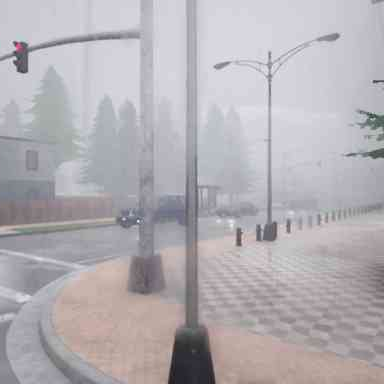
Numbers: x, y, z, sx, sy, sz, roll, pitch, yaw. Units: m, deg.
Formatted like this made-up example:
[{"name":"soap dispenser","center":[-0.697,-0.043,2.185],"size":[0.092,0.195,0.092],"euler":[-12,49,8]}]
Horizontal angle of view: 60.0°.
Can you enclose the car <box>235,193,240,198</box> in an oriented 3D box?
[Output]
[{"name":"car","center":[11.398,1.138,78.624],"size":[1.905,1.878,3.866],"euler":[0,0,36]}]

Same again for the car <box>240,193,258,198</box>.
[{"name":"car","center":[13.662,1.137,77.465],"size":[1.932,1.855,4.605],"euler":[0,0,36]}]

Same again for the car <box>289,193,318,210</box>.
[{"name":"car","center":[14.440,1.205,42.915],"size":[2.150,2.045,5.566],"euler":[0,0,37]}]

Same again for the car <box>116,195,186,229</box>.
[{"name":"car","center":[-2.207,1.204,21.151],"size":[2.150,2.045,5.566],"euler":[0,0,37]}]

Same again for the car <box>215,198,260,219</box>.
[{"name":"car","center":[4.202,1.529,29.590],"size":[2.033,1.411,5.357],"euler":[0,0,37]}]
